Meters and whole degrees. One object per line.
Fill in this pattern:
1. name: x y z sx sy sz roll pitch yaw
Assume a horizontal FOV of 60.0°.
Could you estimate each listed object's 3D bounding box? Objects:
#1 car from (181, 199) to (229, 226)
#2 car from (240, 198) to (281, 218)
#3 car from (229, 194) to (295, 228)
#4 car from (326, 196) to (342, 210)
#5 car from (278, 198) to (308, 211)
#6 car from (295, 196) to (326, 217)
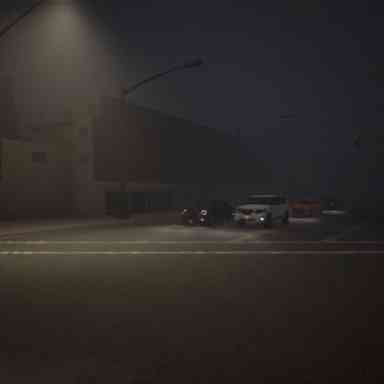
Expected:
1. car: 1.193 1.336 23.554 2.097 1.767 4.553 0 0 35
2. car: 6.485 1.419 31.100 1.882 1.535 5.008 0 1 35
3. car: 4.957 1.202 22.827 2.150 2.045 5.566 0 0 35
4. car: 16.066 1.243 38.663 1.837 1.490 4.892 0 1 35
5. car: 11.817 1.391 38.701 1.895 1.301 4.718 0 1 35
6. car: 10.696 1.387 31.007 1.882 1.535 5.008 0 1 35
